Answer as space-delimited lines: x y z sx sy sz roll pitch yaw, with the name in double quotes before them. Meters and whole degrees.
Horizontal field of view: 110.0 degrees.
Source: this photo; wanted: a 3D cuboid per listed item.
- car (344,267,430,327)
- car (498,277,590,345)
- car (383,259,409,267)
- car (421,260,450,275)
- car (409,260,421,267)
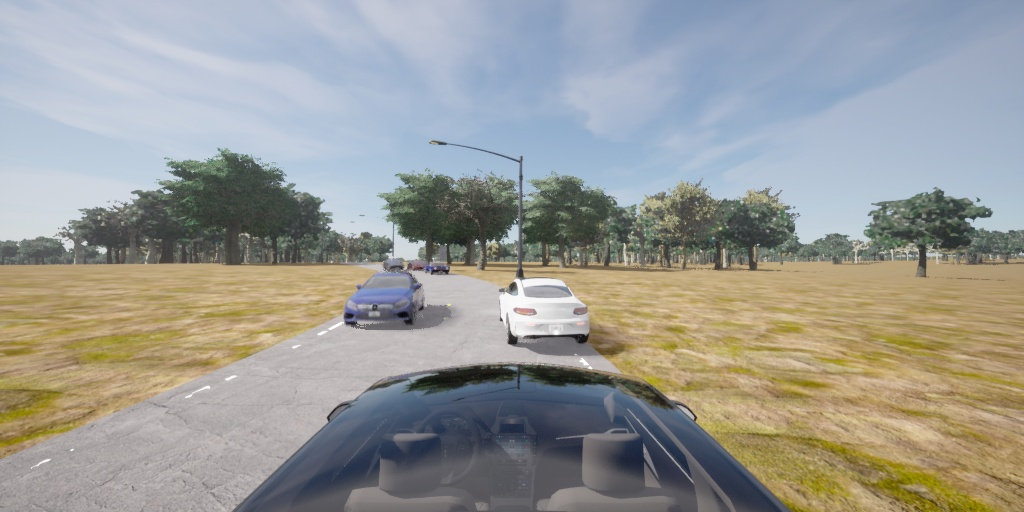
"car" -3.918 1.262 11.722 1.812 1.442 4.674 0 0 -8
"car" 0.665 1.277 9.483 1.812 1.442 4.674 0 0 -5
"car" -14.708 1.079 44.420 2.033 1.411 5.357 1 0 -29
"car" -7.993 1.246 37.928 1.895 1.301 4.718 1 0 -24
"car" -12.234 1.139 46.434 1.994 1.385 4.181 1 0 -30
